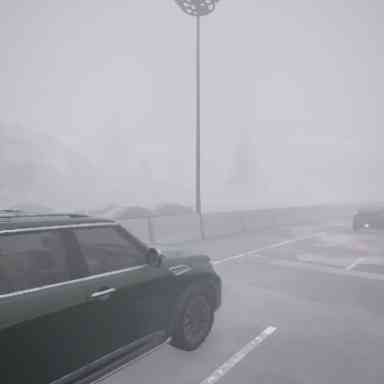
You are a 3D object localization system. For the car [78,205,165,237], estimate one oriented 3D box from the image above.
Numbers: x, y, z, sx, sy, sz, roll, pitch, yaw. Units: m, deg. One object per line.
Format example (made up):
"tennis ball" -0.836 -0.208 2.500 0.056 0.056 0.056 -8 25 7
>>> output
"car" -3.822 1.526 18.825 1.812 1.442 4.674 0 0 39

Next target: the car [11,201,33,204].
"car" -12.743 1.478 24.456 1.882 1.535 5.008 0 0 39

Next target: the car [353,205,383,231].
"car" 10.951 1.505 19.452 1.837 1.490 4.892 0 0 43

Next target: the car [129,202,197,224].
"car" -2.145 1.547 26.253 2.033 1.411 5.357 0 0 42

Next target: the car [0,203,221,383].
"car" -1.800 1.223 3.872 2.150 2.045 5.566 0 0 36

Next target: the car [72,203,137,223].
"car" -6.791 1.601 26.205 1.895 1.301 4.718 0 0 41
